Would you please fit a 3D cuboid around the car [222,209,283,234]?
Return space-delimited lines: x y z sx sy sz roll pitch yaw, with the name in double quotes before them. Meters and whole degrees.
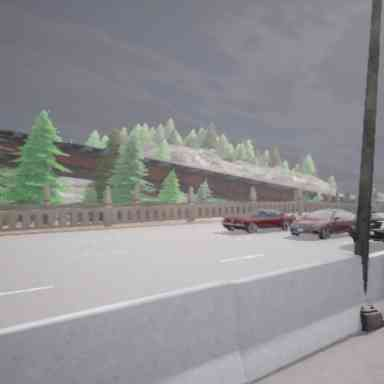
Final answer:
"car" 4.046 1.689 19.772 4.718 1.301 1.895 0 0 -35

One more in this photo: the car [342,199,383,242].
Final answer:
"car" 9.457 1.317 15.034 5.566 2.045 2.150 0 0 -35

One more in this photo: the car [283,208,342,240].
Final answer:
"car" 7.226 1.622 17.741 4.674 1.442 1.812 0 0 -35
